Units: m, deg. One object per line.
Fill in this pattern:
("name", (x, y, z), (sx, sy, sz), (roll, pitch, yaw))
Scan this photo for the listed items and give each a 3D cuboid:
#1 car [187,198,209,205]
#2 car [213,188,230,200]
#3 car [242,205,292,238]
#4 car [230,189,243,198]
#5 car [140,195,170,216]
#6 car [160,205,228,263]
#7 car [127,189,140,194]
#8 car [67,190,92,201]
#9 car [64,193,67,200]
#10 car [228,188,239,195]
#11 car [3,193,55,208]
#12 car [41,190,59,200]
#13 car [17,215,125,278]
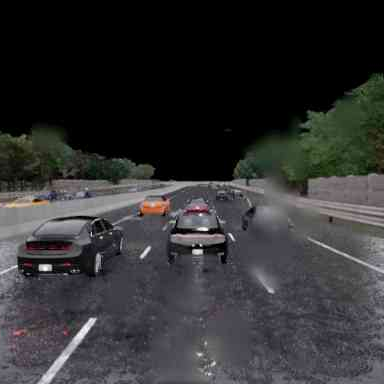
("car", (0.516, 1.215, 29.368), (1.994, 1.385, 4.181), (0, 1, 1))
("car", (4.824, 0.499, 54.855), (1.837, 1.490, 4.892), (0, 2, 2))
("car", (3.641, 1.391, 16.671), (1.812, 1.442, 4.674), (0, 1, 1))
("car", (8.508, 0.277, 62.485), (1.812, 1.442, 4.674), (0, 2, 4))
("car", (-3.018, 1.034, 28.068), (2.097, 1.767, 4.553), (0, 1, 1))
("car", (0.186, 1.432, 11.713), (2.128, 1.511, 4.902), (0, 1, 1))
("car", (-12.095, 0.027, 69.331), (1.882, 1.535, 5.008), (0, 2, 2))
("car", (-16.463, 0.691, 49.807), (1.812, 1.442, 4.674), (0, 2, 3))
("car", (-19.671, 0.499, 55.506), (2.128, 1.511, 4.902), (0, 2, 2))
("car", (9.051, -0.043, 72.424), (1.994, 1.385, 4.181), (0, 2, 2))
("car", (-13.727, 1.171, 27.756), (1.882, 1.535, 5.008), (0, 1, 2))
("car", (-22.693, 0.464, 52.057), (2.097, 1.767, 4.553), (0, 2, -1))
("car", (-3.333, 1.460, 10.024), (1.837, 1.490, 4.892), (0, 1, 1))
